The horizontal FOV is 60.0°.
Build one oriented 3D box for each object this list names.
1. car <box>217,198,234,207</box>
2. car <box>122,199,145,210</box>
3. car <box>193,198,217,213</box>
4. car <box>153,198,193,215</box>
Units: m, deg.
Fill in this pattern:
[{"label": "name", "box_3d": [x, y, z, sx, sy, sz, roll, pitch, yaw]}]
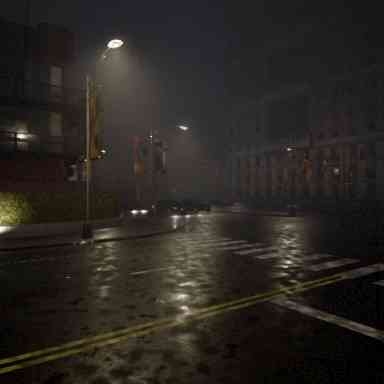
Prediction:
[{"label": "car", "box_3d": [4.343, 1.601, 51.525, 1.895, 1.301, 4.718, 0, 0, -35]}, {"label": "car", "box_3d": [-7.623, 1.564, 42.206, 1.994, 1.385, 4.181, 0, 0, -35]}, {"label": "car", "box_3d": [0.172, 1.478, 37.119, 1.882, 1.535, 5.008, 0, 0, -35]}, {"label": "car", "box_3d": [-2.351, 1.505, 34.617, 1.837, 1.490, 4.892, 0, 0, -35]}]
